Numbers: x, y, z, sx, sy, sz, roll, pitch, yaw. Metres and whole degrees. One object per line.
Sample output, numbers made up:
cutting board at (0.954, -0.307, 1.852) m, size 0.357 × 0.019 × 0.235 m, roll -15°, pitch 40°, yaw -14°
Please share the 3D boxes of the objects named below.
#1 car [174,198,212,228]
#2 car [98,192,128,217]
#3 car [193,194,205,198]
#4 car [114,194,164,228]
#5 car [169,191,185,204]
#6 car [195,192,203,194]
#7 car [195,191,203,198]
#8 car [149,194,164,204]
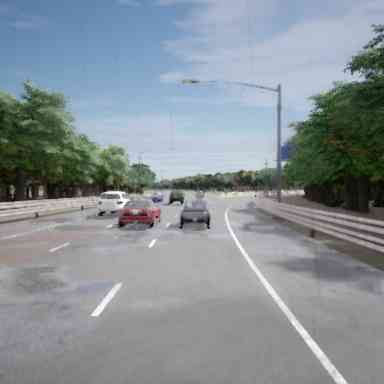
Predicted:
car at (0.219, 1.360, 21.215) m, size 2.128 × 1.511 × 4.902 m, roll 0°, pitch 0°, yaw 1°
car at (-6.538, 1.012, 29.243) m, size 2.150 × 2.045 × 5.566 m, roll 0°, pitch 0°, yaw 2°
car at (0.899, 1.276, 44.999) m, size 1.895 × 1.301 × 4.718 m, roll 0°, pitch 0°, yaw 2°
car at (-3.199, 1.212, 21.229) m, size 2.097 × 1.767 × 4.553 m, roll 0°, pitch 0°, yaw 1°
car at (-2.282, 0.830, 51.828) m, size 2.150 × 2.045 × 5.566 m, roll 0°, pitch 0°, yaw 2°
car at (1.584, 1.016, 66.805) m, size 1.837 × 1.490 × 4.892 m, roll 0°, pitch 0°, yaw 2°
car at (1.912, 0.730, 91.604) m, size 2.097 × 1.767 × 4.553 m, roll 0°, pitch 0°, yaw 0°
car at (-5.704, 1.104, 54.428) m, size 1.812 × 1.442 × 4.674 m, roll 0°, pitch 0°, yaw 2°
